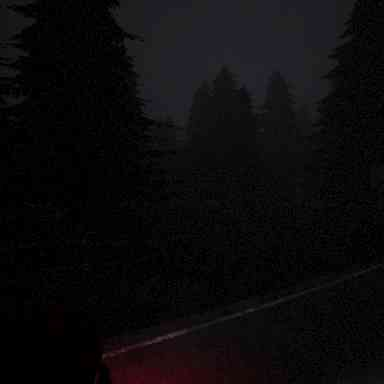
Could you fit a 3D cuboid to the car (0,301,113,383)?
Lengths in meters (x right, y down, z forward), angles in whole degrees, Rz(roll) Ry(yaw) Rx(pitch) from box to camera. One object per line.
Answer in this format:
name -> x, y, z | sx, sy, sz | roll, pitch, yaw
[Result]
car -> -2.930, 1.473, 1.681 | 5.008, 1.535, 1.882 | 1, 0, -36
